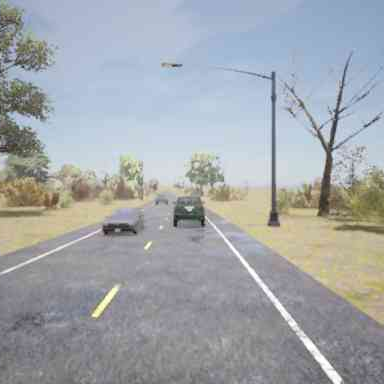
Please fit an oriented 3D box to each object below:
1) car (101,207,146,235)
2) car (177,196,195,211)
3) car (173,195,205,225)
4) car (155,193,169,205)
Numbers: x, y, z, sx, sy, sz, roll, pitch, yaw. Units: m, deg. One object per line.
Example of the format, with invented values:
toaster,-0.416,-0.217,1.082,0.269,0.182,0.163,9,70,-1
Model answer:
car,-3.817,1.584,19.497,2.033,1.411,5.357,0,0,-1
car,-0.839,1.409,41.924,2.097,1.767,4.553,0,0,-2
car,-0.231,1.262,24.317,2.150,2.045,5.566,0,0,-1
car,-5.409,1.289,59.862,2.150,2.045,5.566,0,0,-3
